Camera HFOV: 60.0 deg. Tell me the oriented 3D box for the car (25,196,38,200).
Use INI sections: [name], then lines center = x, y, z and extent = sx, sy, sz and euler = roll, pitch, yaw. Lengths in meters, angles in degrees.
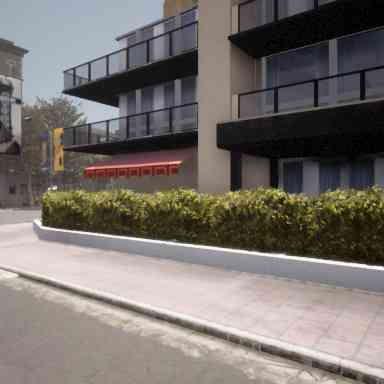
[car]
center = -34.539, 1.481, 68.283
extent = 4.892, 1.521, 2.231
euler = 0, 0, 37
